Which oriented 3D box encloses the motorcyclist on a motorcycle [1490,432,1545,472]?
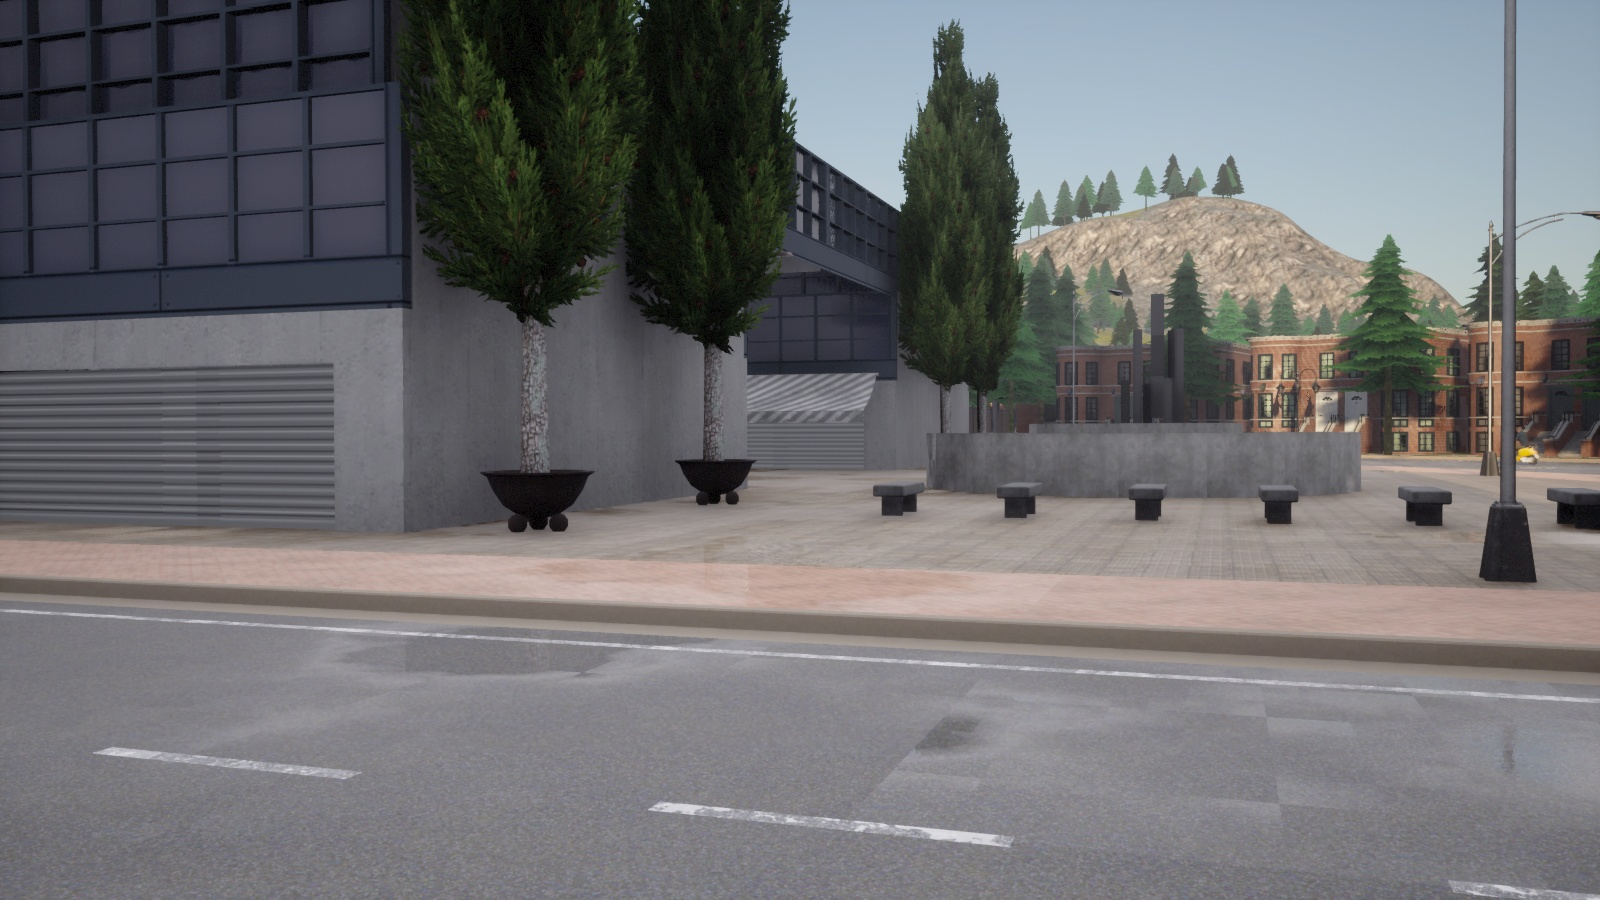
[{"bbox_3d":[29.646,0.060,51.935,0.866,1.590,1.817,-1,1,-23],"label":"motorcyclist on a motorcycle"}]
